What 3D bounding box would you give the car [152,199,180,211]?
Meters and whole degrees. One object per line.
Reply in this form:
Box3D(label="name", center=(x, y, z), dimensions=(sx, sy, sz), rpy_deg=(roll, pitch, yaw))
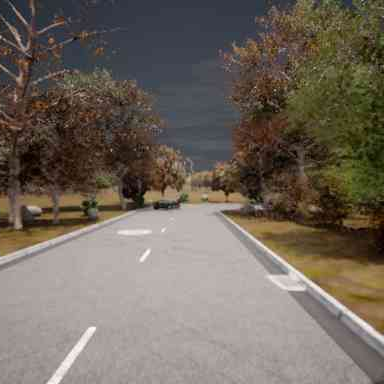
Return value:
Box3D(label="car", center=(-2.894, 1.431, 38.088), dimensions=(1.895, 1.301, 4.718), rpy_deg=(1, 1, 15))
